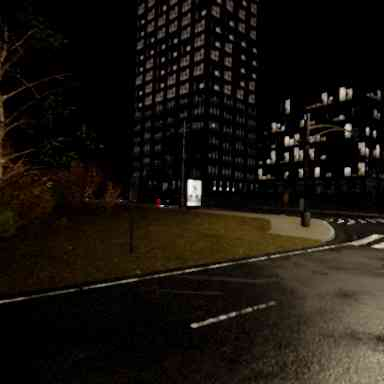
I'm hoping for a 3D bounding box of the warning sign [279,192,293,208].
[{"bbox_3d":[11.188,0.977,39.697,1.300,1.860,1.060,1,-1,-40],"label":"warning sign"}]

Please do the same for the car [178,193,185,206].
[{"bbox_3d":[-1.836,0.853,40.495,2.128,1.511,4.902,3,-1,-40],"label":"car"}]

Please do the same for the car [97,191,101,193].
[{"bbox_3d":[-14.830,0.508,55.480,2.128,1.511,4.902,3,-1,-42],"label":"car"}]

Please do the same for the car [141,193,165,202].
[{"bbox_3d":[-6.665,0.890,56.158,1.994,1.385,4.181,3,-1,-41],"label":"car"}]

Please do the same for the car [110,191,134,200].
[{"bbox_3d":[-13.420,0.634,63.569,2.128,1.511,4.902,3,-1,-43],"label":"car"}]

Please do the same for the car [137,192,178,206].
[{"bbox_3d":[-4.200,0.754,38.262,1.837,1.490,4.892,3,-1,-40],"label":"car"}]

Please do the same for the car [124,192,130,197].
[{"bbox_3d":[-9.134,0.757,54.051,2.033,1.411,5.357,3,-1,-41],"label":"car"}]
